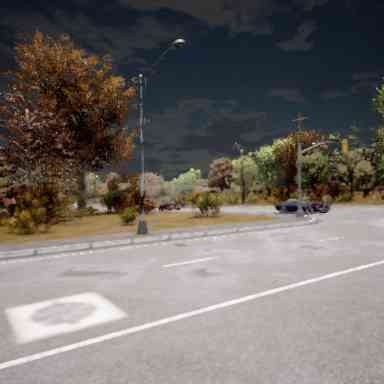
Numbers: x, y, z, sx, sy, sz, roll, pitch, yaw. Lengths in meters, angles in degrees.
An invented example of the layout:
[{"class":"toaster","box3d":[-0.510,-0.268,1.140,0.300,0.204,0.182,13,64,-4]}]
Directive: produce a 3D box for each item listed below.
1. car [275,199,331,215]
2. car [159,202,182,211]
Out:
[{"class":"car","box3d":[9.517,1.268,28.785,1.895,1.301,4.718,-1,0,-32]},{"class":"car","box3d":[-3.261,2.132,49.206,1.994,1.385,4.181,-1,-2,-32]}]
